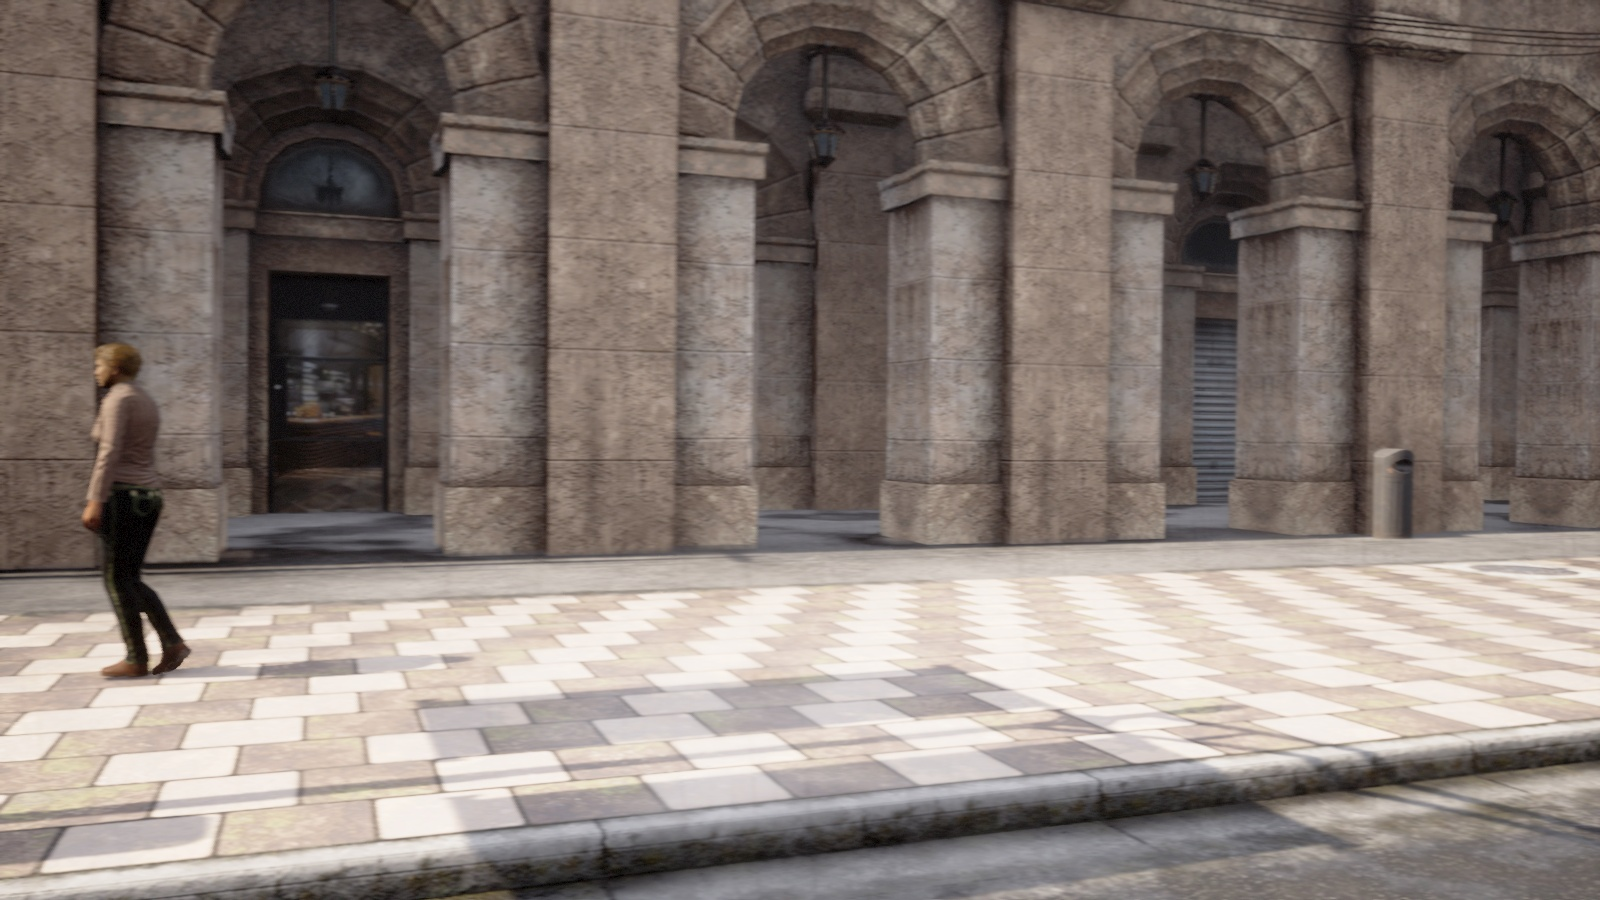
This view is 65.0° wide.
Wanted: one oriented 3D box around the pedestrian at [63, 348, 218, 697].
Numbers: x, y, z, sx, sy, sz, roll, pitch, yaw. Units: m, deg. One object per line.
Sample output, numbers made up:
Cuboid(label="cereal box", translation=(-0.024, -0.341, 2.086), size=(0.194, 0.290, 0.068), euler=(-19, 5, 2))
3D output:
Cuboid(label="pedestrian", translation=(-3.579, 0.382, 6.834), size=(0.634, 1.846, 0.331), euler=(-1, 1, -2))
